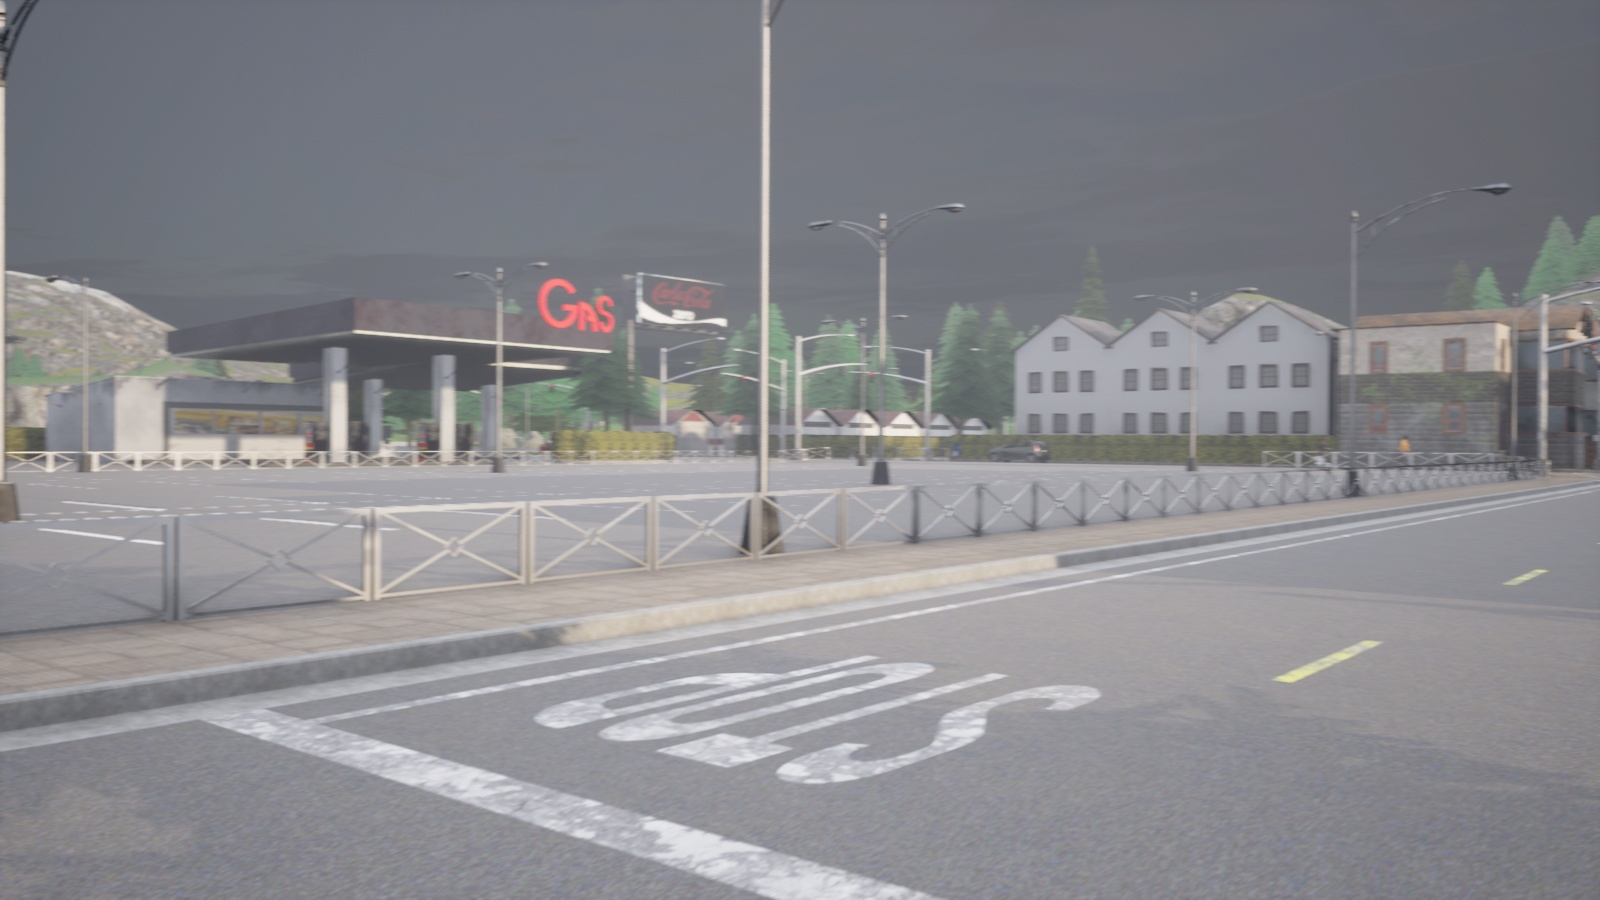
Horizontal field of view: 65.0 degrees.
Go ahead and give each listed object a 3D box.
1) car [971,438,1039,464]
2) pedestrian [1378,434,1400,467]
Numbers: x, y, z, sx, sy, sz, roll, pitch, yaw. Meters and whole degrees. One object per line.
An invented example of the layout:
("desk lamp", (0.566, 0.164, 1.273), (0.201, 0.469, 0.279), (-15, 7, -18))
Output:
("car", (13.377, 0.057, 82.083), (3.988, 1.617, 1.851), (1, 0, 39))
("pedestrian", (33.379, 0.051, 71.183), (0.900, 1.855, 0.874), (1, 0, 40))
